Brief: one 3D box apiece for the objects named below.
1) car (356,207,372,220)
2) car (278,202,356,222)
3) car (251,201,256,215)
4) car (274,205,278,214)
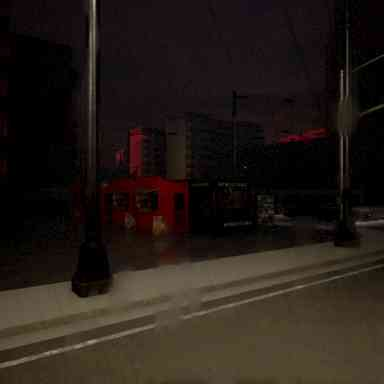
[{"bbox_3d":[13.235,1.634,29.212,1.812,1.442,4.674,0,-1,-36],"label":"car"},{"bbox_3d":[10.173,1.657,27.440,2.033,1.411,5.357,0,-1,-38],"label":"car"},{"bbox_3d":[4.620,1.750,35.174,1.812,1.442,4.674,0,-1,-36],"label":"car"},{"bbox_3d":[7.713,1.723,36.869,1.837,1.490,4.892,0,-1,-36],"label":"car"}]
